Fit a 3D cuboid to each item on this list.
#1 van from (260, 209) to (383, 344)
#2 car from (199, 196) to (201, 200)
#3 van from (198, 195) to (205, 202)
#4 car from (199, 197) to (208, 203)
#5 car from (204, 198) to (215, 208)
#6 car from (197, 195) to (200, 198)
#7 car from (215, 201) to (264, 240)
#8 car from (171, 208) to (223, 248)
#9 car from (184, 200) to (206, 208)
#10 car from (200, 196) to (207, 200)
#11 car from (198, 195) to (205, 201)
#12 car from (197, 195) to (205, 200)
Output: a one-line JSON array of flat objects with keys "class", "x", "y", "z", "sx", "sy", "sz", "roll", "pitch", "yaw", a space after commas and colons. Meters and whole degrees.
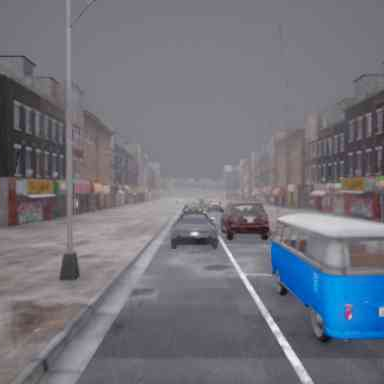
[{"class": "van", "x": 2.619, "y": 1.366, "z": 6.282, "sx": 1.690, "sy": 1.788, "sz": 3.998, "roll": -1, "pitch": 0, "yaw": 0}, {"class": "car", "x": 2.639, "y": 1.763, "z": 56.073, "sx": 2.008, "sy": 1.369, "sz": 4.403, "roll": -1, "pitch": 0, "yaw": 0}, {"class": "van", "x": 2.645, "y": 1.686, "z": 89.268, "sx": 1.690, "sy": 1.788, "sz": 3.998, "roll": -1, "pitch": 0, "yaw": 0}, {"class": "car", "x": 2.647, "y": 1.882, "z": 78.202, "sx": 1.802, "sy": 1.307, "sz": 4.206, "roll": -1, "pitch": 0, "yaw": 0}, {"class": "car", "x": 2.635, "y": 1.730, "z": 39.475, "sx": 1.802, "sy": 1.307, "sz": 4.206, "roll": -1, "pitch": 0, "yaw": 0}, {"class": "car", "x": 2.645, "y": 1.844, "z": 72.670, "sx": 1.947, "sy": 1.339, "sz": 4.313, "roll": -1, "pitch": 0, "yaw": 0}, {"class": "car", "x": 2.622, "y": 1.381, "z": 17.347, "sx": 2.192, "sy": 1.841, "sz": 5.009, "roll": -1, "pitch": 0, "yaw": 0}, {"class": "car", "x": 0.104, "y": 1.620, "z": 15.051, "sx": 1.994, "sy": 1.385, "sz": 4.181, "roll": 0, "pitch": 0, "yaw": 0}, {"class": "car", "x": 0.110, "y": 1.722, "z": 32.403, "sx": 1.895, "sy": 1.301, "sz": 4.718, "roll": 0, "pitch": 0, "yaw": 0}, {"class": "car", "x": 2.637, "y": 1.717, "z": 50.710, "sx": 1.752, "sy": 1.417, "sz": 4.829, "roll": -1, "pitch": 0, "yaw": 0}, {"class": "car", "x": 2.649, "y": 1.808, "z": 94.800, "sx": 1.967, "sy": 1.590, "sz": 4.097, "roll": -1, "pitch": 0, "yaw": 0}, {"class": "car", "x": 2.643, "y": 1.822, "z": 67.137, "sx": 1.947, "sy": 1.339, "sz": 4.313, "roll": -1, "pitch": 0, "yaw": 0}]
